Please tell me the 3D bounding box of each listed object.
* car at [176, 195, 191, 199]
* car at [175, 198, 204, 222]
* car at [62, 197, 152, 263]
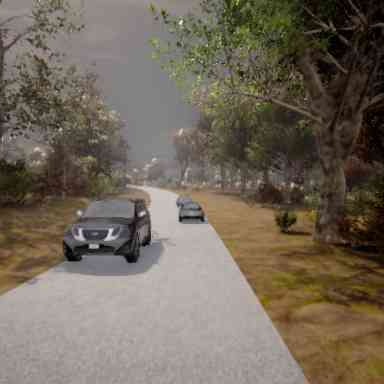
[{"bbox_3d":[-1.013,1.080,41.386,1.994,1.385,4.181,-1,3,-5],"label":"car"},{"bbox_3d":[-0.095,1.492,26.045,1.994,1.385,4.181,-1,1,-2],"label":"car"},{"bbox_3d":[-2.793,1.223,12.308,2.150,2.045,5.566,0,0,0],"label":"car"}]
